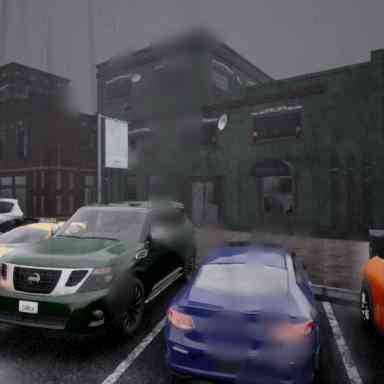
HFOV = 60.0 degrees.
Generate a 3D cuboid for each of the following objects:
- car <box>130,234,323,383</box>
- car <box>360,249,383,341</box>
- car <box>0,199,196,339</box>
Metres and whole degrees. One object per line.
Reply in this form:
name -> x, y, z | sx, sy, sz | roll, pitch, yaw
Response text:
car -> 0.975, 1.526, 5.399 | 2.002, 1.452, 4.674 | 0, -1, 15
car -> 3.439, 1.360, 3.695 | 2.185, 1.767, 4.553 | 1, -1, 15
car -> -1.457, 1.236, 7.118 | 2.435, 2.045, 5.566 | 1, -1, 15
